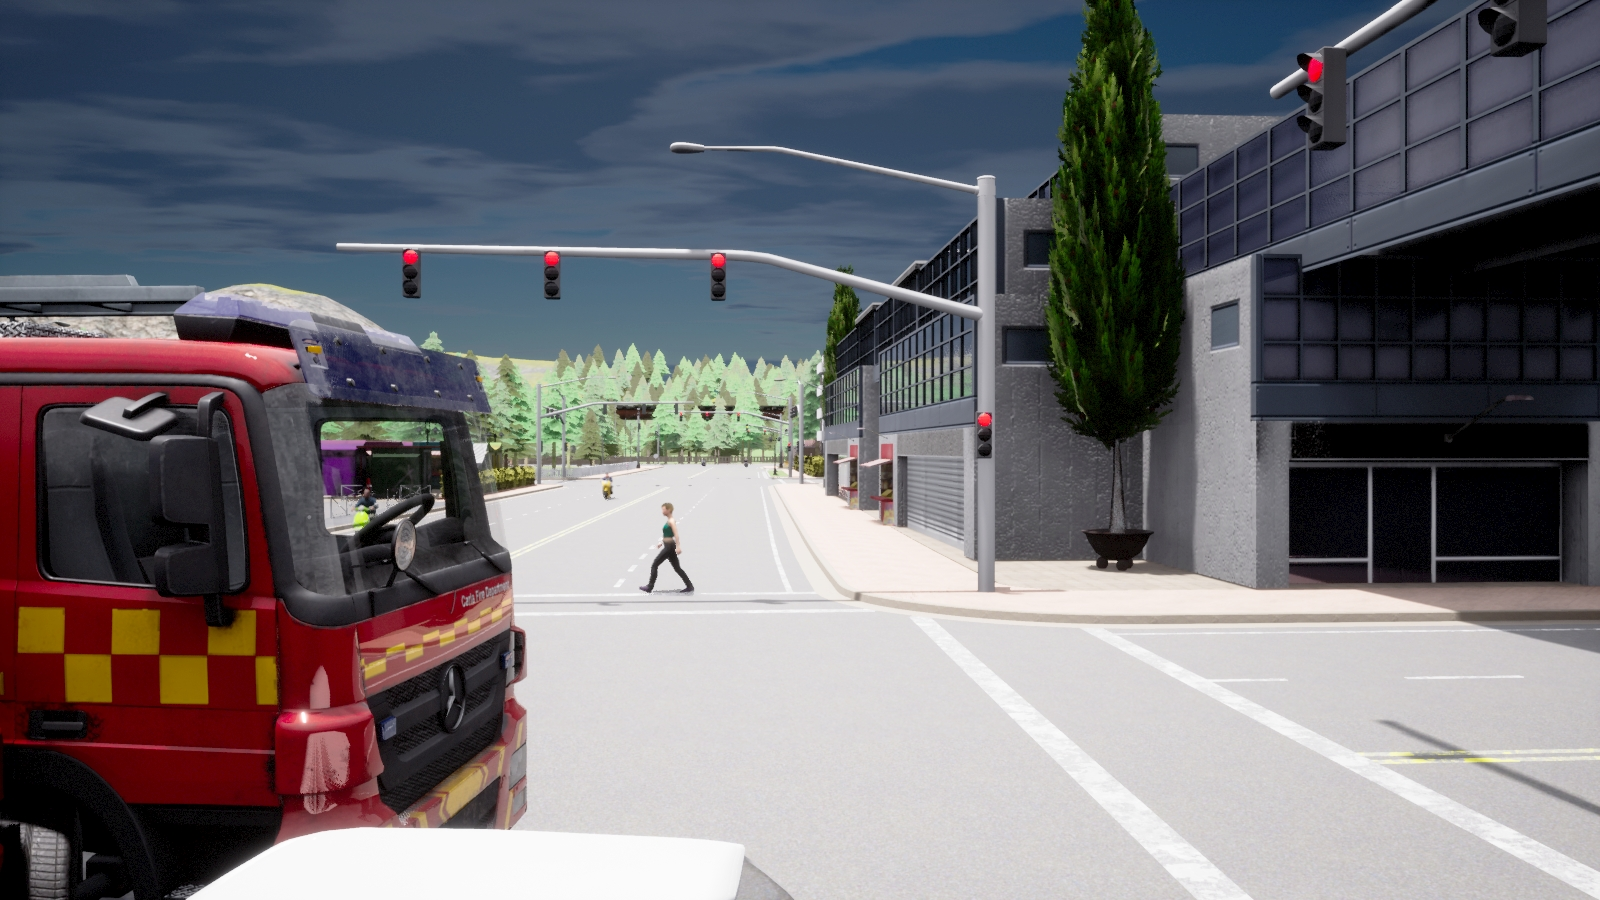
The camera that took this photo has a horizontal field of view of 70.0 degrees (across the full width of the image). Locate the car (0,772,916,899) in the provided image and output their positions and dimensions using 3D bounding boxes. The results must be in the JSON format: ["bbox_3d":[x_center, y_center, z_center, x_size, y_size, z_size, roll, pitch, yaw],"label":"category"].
[{"bbox_3d":[-1.549,2.065,3.579,3.806,1.475,1.970,0,0,5],"label":"car"}]

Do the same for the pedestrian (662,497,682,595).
[{"bbox_3d":[-2.476,1.848,22.084,0.375,1.860,0.375,0,0,-6],"label":"pedestrian"}]

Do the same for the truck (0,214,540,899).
[{"bbox_3d":[-6.102,0.890,6.659,8.468,3.827,2.891,0,0,4],"label":"truck"}]

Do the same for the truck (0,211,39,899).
[{"bbox_3d":[-7.587,0.890,3.490,8.468,3.827,2.891,0,0,-3],"label":"truck"}]
